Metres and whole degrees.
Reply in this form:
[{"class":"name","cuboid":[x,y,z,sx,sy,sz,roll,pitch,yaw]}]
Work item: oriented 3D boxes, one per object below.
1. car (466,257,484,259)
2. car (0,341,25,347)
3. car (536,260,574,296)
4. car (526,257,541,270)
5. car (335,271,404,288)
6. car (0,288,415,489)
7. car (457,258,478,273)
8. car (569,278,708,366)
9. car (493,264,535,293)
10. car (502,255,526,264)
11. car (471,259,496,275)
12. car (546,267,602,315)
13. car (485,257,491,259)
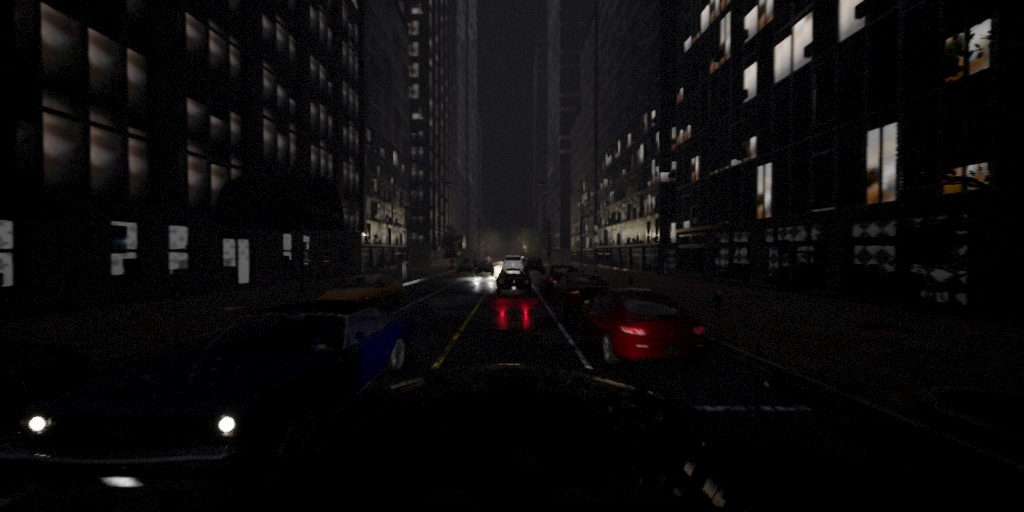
[{"class":"car","cuboid":[-5.311,1.018,47.205,2.192,1.841,5.009,0,0,0]},{"class":"car","cuboid":[-5.316,1.316,2.018,1.948,1.339,4.313,0,0,0]},{"class":"car","cuboid":[2.534,1.169,18.990,1.967,1.591,4.097,0,0,0]},{"class":"car","cuboid":[2.536,1.022,41.585,2.192,1.841,5.009,0,0,0]},{"class":"car","cuboid":[-5.314,1.261,13.145,1.751,1.417,4.829,0,0,0]},{"class":"car","cuboid":[-2.850,1.347,4.842,1.895,1.301,4.718,0,0,0]},{"class":"car","cuboid":[-5.311,1.258,41.556,2.007,1.370,4.403,0,0,0]},{"class":"car","cuboid":[2.533,1.324,7.692,1.802,1.307,4.207,0,0,0]},{"class":"car","cuboid":[0.101,1.329,20.312,1.895,1.301,4.718,0,0,0]},{"class":"car","cuboid":[0.103,0.930,39.237,2.150,2.045,5.566,0,0,0]},{"class":"car","cuboid":[-2.838,1.311,38.032,1.895,1.301,4.718,0,0,0]},{"class":"car","cuboid":[2.533,1.281,13.341,1.888,1.381,4.507,0,0,0]},{"class":"car","cuboid":[-5.309,1.275,64.151,1.802,1.307,4.207,0,0,0]}]
